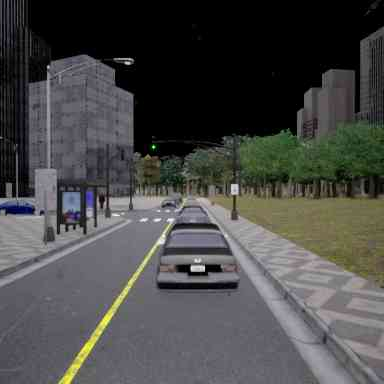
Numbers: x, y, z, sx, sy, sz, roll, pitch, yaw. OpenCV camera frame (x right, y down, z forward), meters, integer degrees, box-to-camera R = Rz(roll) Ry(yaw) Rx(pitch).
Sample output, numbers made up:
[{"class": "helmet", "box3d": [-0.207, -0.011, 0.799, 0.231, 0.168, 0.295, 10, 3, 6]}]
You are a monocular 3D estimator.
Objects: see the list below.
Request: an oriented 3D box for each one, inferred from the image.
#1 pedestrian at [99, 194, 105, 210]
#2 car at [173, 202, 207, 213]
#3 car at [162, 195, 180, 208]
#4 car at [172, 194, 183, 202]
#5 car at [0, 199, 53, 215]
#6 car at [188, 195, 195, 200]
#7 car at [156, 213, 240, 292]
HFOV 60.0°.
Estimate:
[{"class": "pedestrian", "box3d": [-10.108, 1.052, 37.262, 0.375, 1.860, 0.375, 0, 0, 1]}, {"class": "car", "box3d": [0.010, 1.553, 20.912, 1.994, 1.385, 4.181, 0, 0, -2]}, {"class": "car", "box3d": [-3.129, 1.518, 46.861, 1.994, 1.385, 4.181, 0, 0, 0]}, {"class": "car", "box3d": [-3.121, 1.501, 56.777, 1.994, 1.385, 4.181, 0, 0, 0]}, {"class": "car", "box3d": [-15.658, 1.427, 31.157, 5.008, 1.535, 1.882, 0, 0, 0]}, {"class": "car", "box3d": [-0.153, 1.471, 86.392, 1.895, 1.301, 4.718, 0, 0, 0]}, {"class": "car", "box3d": [0.093, 1.545, 9.037, 2.033, 1.411, 5.357, 0, 0, 0]}]
